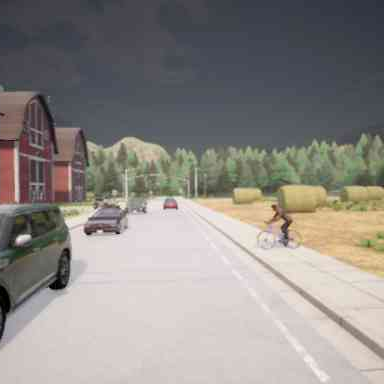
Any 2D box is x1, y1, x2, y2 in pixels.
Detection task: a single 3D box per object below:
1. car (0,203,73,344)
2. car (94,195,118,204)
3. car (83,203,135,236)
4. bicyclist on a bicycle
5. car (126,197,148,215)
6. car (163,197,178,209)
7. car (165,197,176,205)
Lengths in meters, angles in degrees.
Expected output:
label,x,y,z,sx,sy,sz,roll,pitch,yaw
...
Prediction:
label,x,y,z,sx,sy,sz,roll,pitch,yaw
car,-3.960,1.289,6.297,2.150,2.045,5.566,-1,0,-4
car,-10.378,1.329,40.467,3.866,1.878,1.905,2,-4,44
car,-4.861,1.633,19.581,2.033,1.411,5.357,-1,0,-4
bicyclist on a bicycle,3.108,1.251,11.894,1.656,1.620,0.582,-1,0,-4
car,-5.867,1.381,35.565,2.097,1.767,4.553,-1,0,-4
car,-2.900,1.606,45.117,1.994,1.385,4.181,0,0,-4
car,-4.066,1.648,61.946,1.994,1.385,4.181,-1,0,-4
